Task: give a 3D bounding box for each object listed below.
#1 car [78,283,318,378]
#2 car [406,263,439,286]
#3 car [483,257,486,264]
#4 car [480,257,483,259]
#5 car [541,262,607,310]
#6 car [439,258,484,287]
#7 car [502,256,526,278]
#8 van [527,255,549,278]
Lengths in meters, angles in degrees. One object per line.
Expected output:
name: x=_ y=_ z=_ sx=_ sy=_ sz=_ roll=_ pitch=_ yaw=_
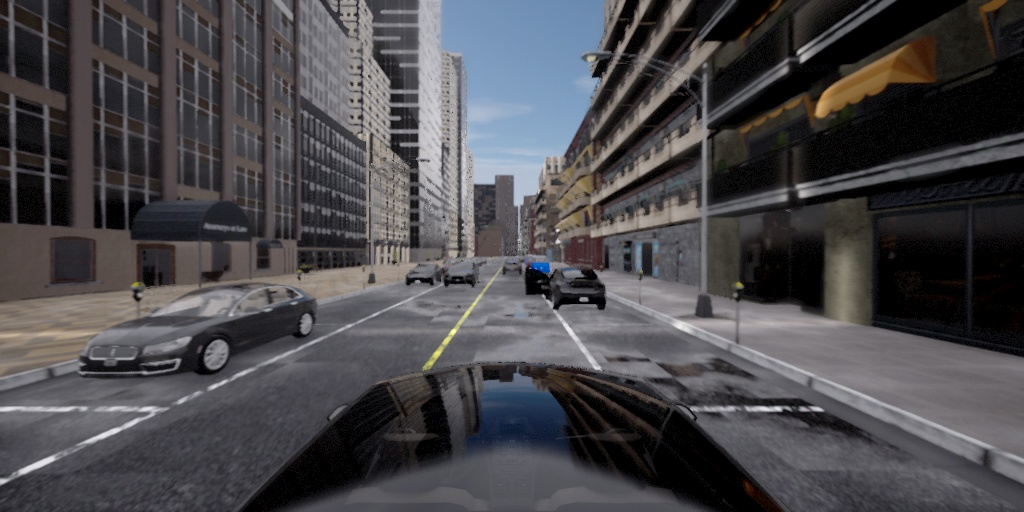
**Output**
car: x=-5.691 y=1.261 z=7.269 sx=2.007 sy=1.370 sz=4.403 roll=0 pitch=0 yaw=0
car: x=-5.688 y=1.163 z=23.837 sx=1.948 sy=1.339 sz=4.313 roll=0 pitch=0 yaw=0
car: x=-5.682 y=0.831 z=56.973 sx=1.967 sy=1.591 sz=4.097 roll=0 pitch=0 yaw=0
car: x=-5.683 y=0.975 z=51.450 sx=2.007 sy=1.370 sz=4.403 roll=0 pitch=0 yaw=0
car: x=2.357 y=1.168 z=14.161 sx=1.837 sy=1.490 sz=4.892 roll=0 pitch=0 yaw=0
car: x=-3.094 y=1.109 z=22.767 sx=1.837 sy=1.490 sz=4.892 roll=0 pitch=0 yaw=0
car: x=0.044 y=1.013 z=35.552 sx=2.128 sy=1.511 sz=4.902 roll=0 pitch=0 yaw=1
van: x=2.695 y=0.866 z=34.880 sx=1.690 sy=1.789 sz=3.998 roll=0 pitch=0 yaw=0
